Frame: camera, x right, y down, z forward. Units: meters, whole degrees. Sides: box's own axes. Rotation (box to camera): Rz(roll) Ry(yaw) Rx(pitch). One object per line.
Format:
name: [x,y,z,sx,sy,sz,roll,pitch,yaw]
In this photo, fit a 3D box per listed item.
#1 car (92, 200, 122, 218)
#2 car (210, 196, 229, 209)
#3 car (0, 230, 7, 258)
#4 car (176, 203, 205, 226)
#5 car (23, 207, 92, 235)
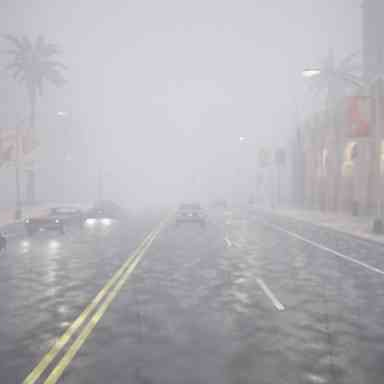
car: [-7.314,1.394,28.232,1.994,1.385,4.181,0,0,0]
car: [3.371,1.254,40.913,1.812,1.442,4.674,0,0,1]
car: [-7.204,1.515,9.498,1.994,1.385,4.181,0,0,-1]
car: [-0.112,1.404,21.958,2.033,1.411,5.357,0,0,0]
car: [-7.295,1.495,18.307,1.895,1.301,4.718,0,0,0]
